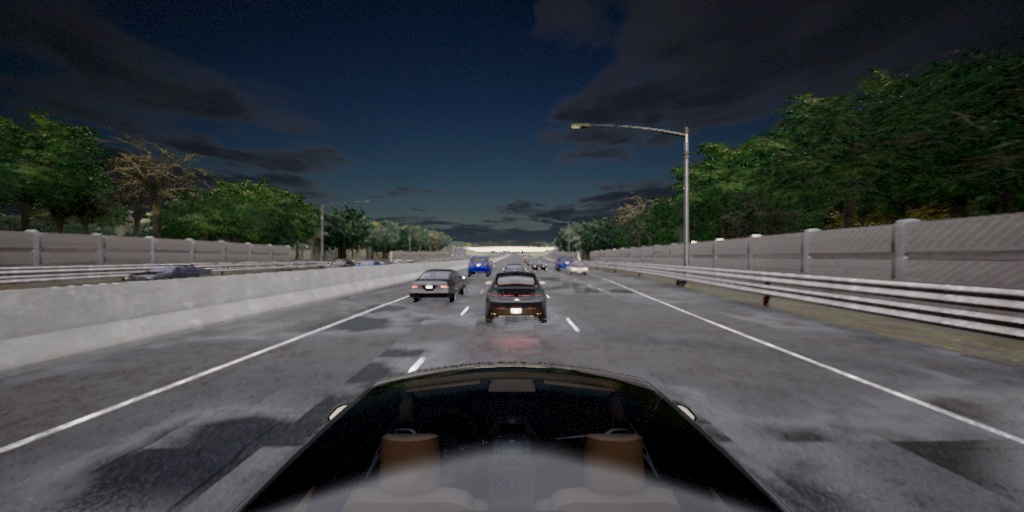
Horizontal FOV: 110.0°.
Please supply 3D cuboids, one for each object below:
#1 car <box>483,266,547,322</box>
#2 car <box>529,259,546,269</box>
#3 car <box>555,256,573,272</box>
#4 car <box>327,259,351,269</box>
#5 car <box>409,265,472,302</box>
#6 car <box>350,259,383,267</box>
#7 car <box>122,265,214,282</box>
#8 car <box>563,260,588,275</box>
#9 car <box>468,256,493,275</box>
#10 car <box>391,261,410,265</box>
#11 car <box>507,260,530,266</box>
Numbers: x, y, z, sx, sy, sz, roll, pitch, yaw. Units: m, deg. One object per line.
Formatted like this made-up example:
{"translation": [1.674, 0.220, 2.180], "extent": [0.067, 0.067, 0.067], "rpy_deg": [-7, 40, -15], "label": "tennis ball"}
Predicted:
{"translation": [0.123, 1.265, 12.303], "extent": [1.837, 1.490, 4.892], "rpy_deg": [0, 0, 0], "label": "car"}
{"translation": [3.798, 1.460, 52.059], "extent": [1.895, 1.301, 4.718], "rpy_deg": [0, 0, 1], "label": "car"}
{"translation": [7.277, 1.075, 49.861], "extent": [2.150, 2.045, 5.566], "rpy_deg": [0, 0, 1], "label": "car"}
{"translation": [-20.860, 1.334, 44.095], "extent": [1.837, 1.490, 4.892], "rpy_deg": [0, -1, 1], "label": "car"}
{"translation": [-3.367, 1.314, 17.069], "extent": [2.033, 1.411, 5.357], "rpy_deg": [0, 0, 0], "label": "car"}
{"translation": [-17.366, 1.305, 43.759], "extent": [1.882, 1.535, 5.008], "rpy_deg": [0, 0, 1], "label": "car"}
{"translation": [-23.775, 1.325, 25.180], "extent": [2.033, 1.411, 5.357], "rpy_deg": [0, 0, -3], "label": "car"}
{"translation": [7.107, 1.418, 39.638], "extent": [1.895, 1.301, 4.718], "rpy_deg": [0, 0, 2], "label": "car"}
{"translation": [-3.243, 1.030, 37.137], "extent": [2.150, 2.045, 5.566], "rpy_deg": [0, 0, 0], "label": "car"}
{"translation": [-13.854, 1.324, 44.823], "extent": [2.128, 1.511, 4.902], "rpy_deg": [0, 0, 1], "label": "car"}
{"translation": [0.209, 1.339, 30.455], "extent": [2.033, 1.411, 5.357], "rpy_deg": [0, 0, 0], "label": "car"}
